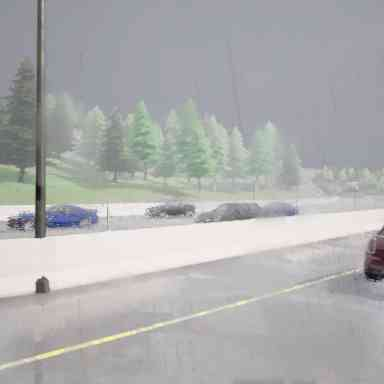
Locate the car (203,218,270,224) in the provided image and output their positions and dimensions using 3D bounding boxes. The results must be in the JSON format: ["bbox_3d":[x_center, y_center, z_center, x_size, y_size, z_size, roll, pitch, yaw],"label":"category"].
[{"bbox_3d":[2.274,1.395,19.071,4.553,1.767,2.097,0,0,-39],"label":"car"}]

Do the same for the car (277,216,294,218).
[{"bbox_3d":[7.185,1.601,27.893,4.674,1.442,1.812,0,0,-42],"label":"car"}]

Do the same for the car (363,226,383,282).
[{"bbox_3d":[6.505,1.387,8.792,4.553,1.767,2.097,0,0,-38],"label":"car"}]
